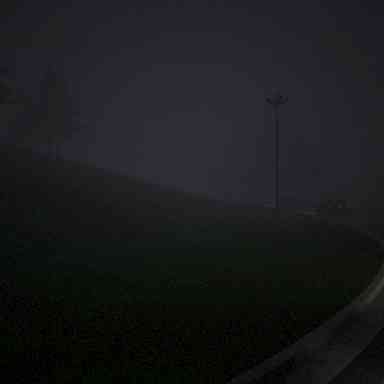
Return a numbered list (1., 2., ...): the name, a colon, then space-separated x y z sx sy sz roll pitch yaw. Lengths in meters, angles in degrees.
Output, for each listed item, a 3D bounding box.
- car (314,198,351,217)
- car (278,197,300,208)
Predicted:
1. car: 13.304 1.348 31.738 2.097 1.767 4.553 0 0 4
2. car: 13.455 1.486 46.822 2.128 1.511 4.902 0 0 -5
